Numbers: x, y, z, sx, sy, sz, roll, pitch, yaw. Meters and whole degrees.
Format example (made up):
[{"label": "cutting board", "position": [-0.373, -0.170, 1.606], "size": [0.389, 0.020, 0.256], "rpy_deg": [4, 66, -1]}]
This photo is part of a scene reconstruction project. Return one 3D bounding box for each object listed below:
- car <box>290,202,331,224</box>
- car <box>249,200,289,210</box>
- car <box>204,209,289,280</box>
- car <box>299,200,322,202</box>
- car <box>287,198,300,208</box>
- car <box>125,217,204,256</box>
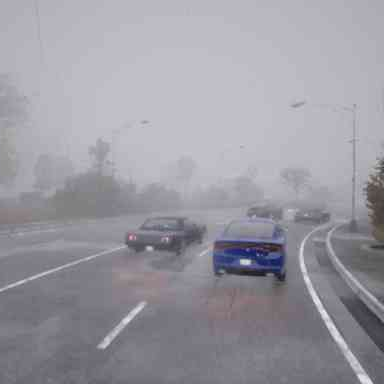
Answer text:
[{"label": "car", "position": [9.895, 1.770, 27.096], "size": [1.994, 1.385, 4.181], "rpy_deg": [1, 0, 35]}, {"label": "car", "position": [6.258, 1.652, 27.999], "size": [1.837, 1.490, 4.892], "rpy_deg": [0, 0, 34]}, {"label": "car", "position": [1.943, 1.536, 10.336], "size": [1.882, 1.535, 5.008], "rpy_deg": [0, 0, 16]}, {"label": "car", "position": [17.191, 1.824, 46.374], "size": [1.994, 1.385, 4.181], "rpy_deg": [1, 1, 45]}, {"label": "car", "position": [14.764, 1.712, 48.890], "size": [1.837, 1.490, 4.892], "rpy_deg": [1, 0, 45]}, {"label": "car", "position": [-0.790, 1.642, 13.461], "size": [1.895, 1.301, 4.718], "rpy_deg": [1, 0, 17]}]
